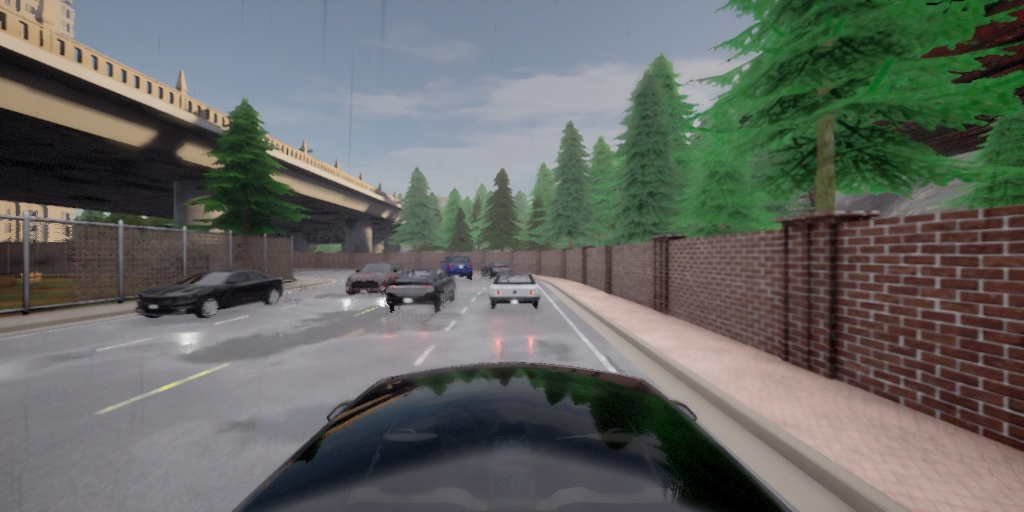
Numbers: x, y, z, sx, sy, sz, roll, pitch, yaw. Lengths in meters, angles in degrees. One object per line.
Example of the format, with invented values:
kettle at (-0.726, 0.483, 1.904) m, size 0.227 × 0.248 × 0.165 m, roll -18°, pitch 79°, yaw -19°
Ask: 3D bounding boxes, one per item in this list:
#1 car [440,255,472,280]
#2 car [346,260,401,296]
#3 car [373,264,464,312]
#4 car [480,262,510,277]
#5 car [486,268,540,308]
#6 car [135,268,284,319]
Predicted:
car at (-4.995, 0.975, 31.322) m, size 2.150 × 2.045 × 5.566 m, roll 1°, pitch 0°, yaw -19°
car at (-7.166, 1.104, 19.454) m, size 2.097 × 1.767 × 4.553 m, roll 0°, pitch 0°, yaw -1°
car at (-3.403, 1.243, 14.188) m, size 2.128 × 1.511 × 4.902 m, roll 0°, pitch 0°, yaw 0°
car at (-1.547, 1.245, 32.225) m, size 2.128 × 1.511 × 4.902 m, roll 0°, pitch 0°, yaw -18°
car at (0.098, 1.352, 15.135) m, size 1.895 × 1.301 × 4.718 m, roll 0°, pitch 0°, yaw 0°
car at (-10.591, 1.229, 13.090) m, size 1.882 × 1.535 × 5.008 m, roll 0°, pitch 0°, yaw 0°
